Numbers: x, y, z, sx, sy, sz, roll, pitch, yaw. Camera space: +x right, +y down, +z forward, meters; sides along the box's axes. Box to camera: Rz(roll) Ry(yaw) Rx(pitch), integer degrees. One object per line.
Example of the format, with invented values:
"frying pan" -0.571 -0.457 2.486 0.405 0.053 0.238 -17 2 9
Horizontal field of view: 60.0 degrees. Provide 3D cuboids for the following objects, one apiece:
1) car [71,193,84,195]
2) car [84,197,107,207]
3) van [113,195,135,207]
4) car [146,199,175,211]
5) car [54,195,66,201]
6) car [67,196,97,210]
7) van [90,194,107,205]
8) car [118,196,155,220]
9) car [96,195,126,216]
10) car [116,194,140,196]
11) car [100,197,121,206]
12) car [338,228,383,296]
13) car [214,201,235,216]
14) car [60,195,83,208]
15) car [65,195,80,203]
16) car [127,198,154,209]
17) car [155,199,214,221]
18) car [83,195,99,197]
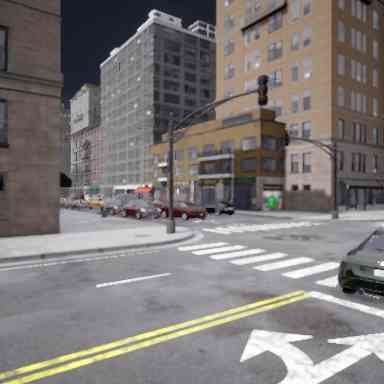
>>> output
"car" -21.492 1.225 61.681 2.150 2.045 5.566 0 0 -35
"car" -15.501 1.542 53.321 2.033 1.411 5.357 0 0 -34
"van" -10.345 1.341 50.431 1.690 1.788 3.998 0 0 -35
"car" -3.993 1.579 41.425 1.802 1.307 4.206 0 0 -35
"car" -32.580 1.475 81.954 1.967 1.590 4.097 0 0 -35
"car" -13.726 1.554 41.302 1.802 1.307 4.206 0 0 -35
"van" -16.698 1.348 59.437 1.690 1.788 3.998 0 0 -35
"car" -4.197 1.413 27.792 1.967 1.590 4.097 0 0 -35
"car" -7.373 1.412 32.296 1.967 1.590 4.097 0 0 -35
"car" -6.554 1.201 35.538 2.150 2.045 5.566 0 0 -35
"car" -13.522 1.553 54.934 2.008 1.369 4.403 0 0 -35
"car" 5.096 1.557 7.948 1.994 1.385 4.181 0 0 43
"car" 2.361 1.564 32.417 1.947 1.339 4.313 0 0 -35
"car" -16.903 1.525 45.805 2.008 1.369 4.403 0 0 -35
"car" -26.227 1.464 72.947 1.967 1.590 4.097 0 0 -35
"car" -7.169 1.563 45.927 1.947 1.339 4.313 0 0 -35
"car" -0.735 1.460 27.283 1.882 1.535 5.008 0 0 -35
"car" -12.430 1.458 43.898 1.882 1.535 5.008 0 0 -35
